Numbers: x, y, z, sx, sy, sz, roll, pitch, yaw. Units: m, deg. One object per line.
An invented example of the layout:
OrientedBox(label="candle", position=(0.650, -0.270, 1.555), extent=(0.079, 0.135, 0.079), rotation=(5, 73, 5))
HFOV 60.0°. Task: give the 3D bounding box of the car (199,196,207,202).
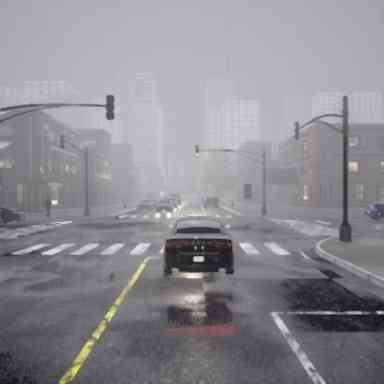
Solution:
OrientedBox(label="car", position=(2.704, 1.617, 80.339), extent=(1.802, 1.307, 4.206), rotation=(0, 0, 0))

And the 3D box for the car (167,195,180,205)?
OrientedBox(label="car", position=(-3.059, 1.528, 48.074), extent=(1.812, 1.442, 4.674), rotation=(0, 0, 0))

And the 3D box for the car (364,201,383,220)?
OrientedBox(label="car", position=(15.175, 1.026, 23.402), extent=(5.566, 2.045, 2.150), rotation=(-1, 0, 0))

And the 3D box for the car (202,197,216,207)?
OrientedBox(label="car", position=(2.700, 1.571, 52.714), extent=(1.947, 1.339, 4.313), rotation=(0, 0, 0))

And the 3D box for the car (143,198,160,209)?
OrientedBox(label="car", position=(-5.681, 1.567, 47.189), extent=(1.947, 1.339, 4.313), rotation=(0, 0, 0))

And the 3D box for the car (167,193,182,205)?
OrientedBox(label="car", position=(-2.990, 1.231, 58.679), extent=(2.150, 2.045, 5.566), rotation=(0, 0, 0))

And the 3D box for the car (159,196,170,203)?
OrientedBox(label="car", position=(-5.678, 1.602, 69.291), extent=(1.802, 1.307, 4.206), rotation=(0, 0, 0))

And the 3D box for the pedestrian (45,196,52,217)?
OrientedBox(label="pedestrian", position=(-12.507, 1.279, 28.926), extent=(0.375, 1.860, 0.375), rotation=(0, 1, 0))

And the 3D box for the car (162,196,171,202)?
OrientedBox(label="car", position=(-5.677, 1.609, 74.816), extent=(1.802, 1.307, 4.206), rotation=(0, 0, 0))

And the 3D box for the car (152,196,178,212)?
OrientedBox(label="car", position=(-3.084, 1.544, 38.630), extent=(2.033, 1.411, 5.357), rotation=(0, 0, 0))

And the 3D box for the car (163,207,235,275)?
OrientedBox(label="car", position=(0.233, 1.474, 10.521), extent=(1.882, 1.535, 5.008), rotation=(0, 0, 2))

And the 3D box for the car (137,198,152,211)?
OrientedBox(label="car", position=(-5.770, 1.543, 41.668), extent=(1.887, 1.381, 4.507), rotation=(0, 0, 0))

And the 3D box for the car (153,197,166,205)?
OrientedBox(label="car", position=(-5.679, 1.535, 58.070), extent=(1.752, 1.417, 4.829), rotation=(0, 0, 0))

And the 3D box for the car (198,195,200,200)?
OrientedBox(label="car", position=(2.702, 1.580, 63.765), extent=(1.947, 1.339, 4.313), rotation=(0, 0, 0))

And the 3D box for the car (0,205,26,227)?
OrientedBox(label="car", position=(-14.211, 1.639, 23.186), extent=(4.902, 1.511, 2.128), rotation=(-1, 0, 3))

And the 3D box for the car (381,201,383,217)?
OrientedBox(label="car", position=(17.493, 1.349, 25.985), extent=(4.313, 1.339, 1.947), rotation=(-1, 1, 0))

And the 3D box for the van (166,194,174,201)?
OrientedBox(label="van", position=(-5.675, 1.385, 85.867), extent=(1.690, 1.788, 3.998), rotation=(0, 0, 0))

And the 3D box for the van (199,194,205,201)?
OrientedBox(label="van", position=(2.705, 1.394, 91.391), extent=(1.690, 1.788, 3.998), rotation=(0, 0, 0))

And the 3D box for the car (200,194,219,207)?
OrientedBox(label="car", position=(2.700, 1.317, 47.188), extent=(2.192, 1.841, 5.009), rotation=(0, 0, 0))
